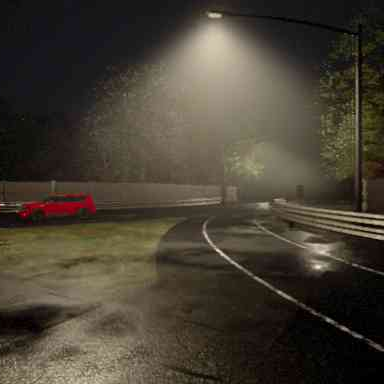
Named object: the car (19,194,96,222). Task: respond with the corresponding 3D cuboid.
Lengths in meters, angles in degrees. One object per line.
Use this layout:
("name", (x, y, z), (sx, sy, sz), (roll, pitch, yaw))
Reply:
("car", (-10.269, 1.164, 25.715), (5.566, 2.045, 2.150), (0, 0, -33))
